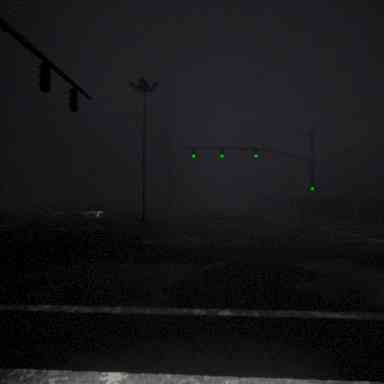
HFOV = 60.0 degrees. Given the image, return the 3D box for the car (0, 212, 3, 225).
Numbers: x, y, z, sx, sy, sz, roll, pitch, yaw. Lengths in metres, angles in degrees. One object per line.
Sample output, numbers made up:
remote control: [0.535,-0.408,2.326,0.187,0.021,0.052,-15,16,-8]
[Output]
car: [-15.006,1.877,22.833,2.128,1.511,4.902,0,-1,0]

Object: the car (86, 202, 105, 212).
car: [-15.016,2.326,52.065,1.812,1.442,4.674,0,0,0]
